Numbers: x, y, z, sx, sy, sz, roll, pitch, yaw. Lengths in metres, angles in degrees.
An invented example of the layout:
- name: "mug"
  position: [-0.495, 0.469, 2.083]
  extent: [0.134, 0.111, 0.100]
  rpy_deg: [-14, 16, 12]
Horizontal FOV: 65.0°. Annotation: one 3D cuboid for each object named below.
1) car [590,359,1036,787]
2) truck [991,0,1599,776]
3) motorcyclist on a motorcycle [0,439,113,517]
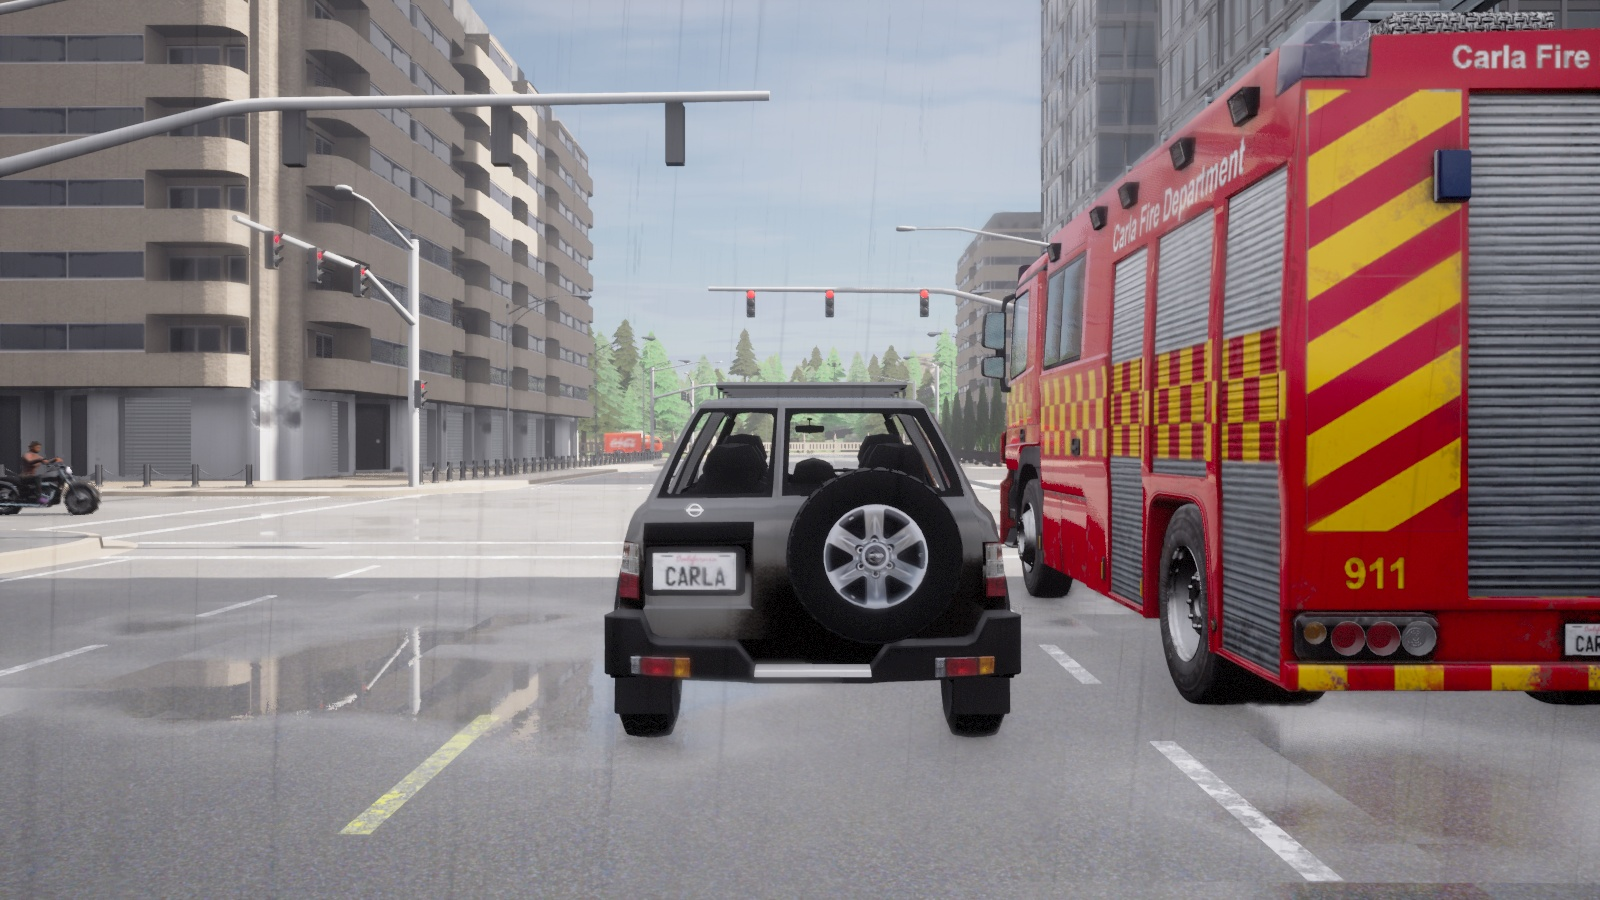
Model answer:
- name: "car"
  position: [0.061, 0.520, 7.741]
  extent: [1.932, 1.855, 4.605]
  rpy_deg: [0, 0, 0]
- name: "truck"
  position: [3.573, -0.471, 9.880]
  extent: [2.891, 3.827, 8.468]
  rpy_deg: [0, 0, 0]
- name: "motorcyclist on a motorcycle"
  position: [-16.123, 0.587, 26.931]
  extent: [2.350, 1.649, 0.766]
  rpy_deg: [0, 0, 1]
